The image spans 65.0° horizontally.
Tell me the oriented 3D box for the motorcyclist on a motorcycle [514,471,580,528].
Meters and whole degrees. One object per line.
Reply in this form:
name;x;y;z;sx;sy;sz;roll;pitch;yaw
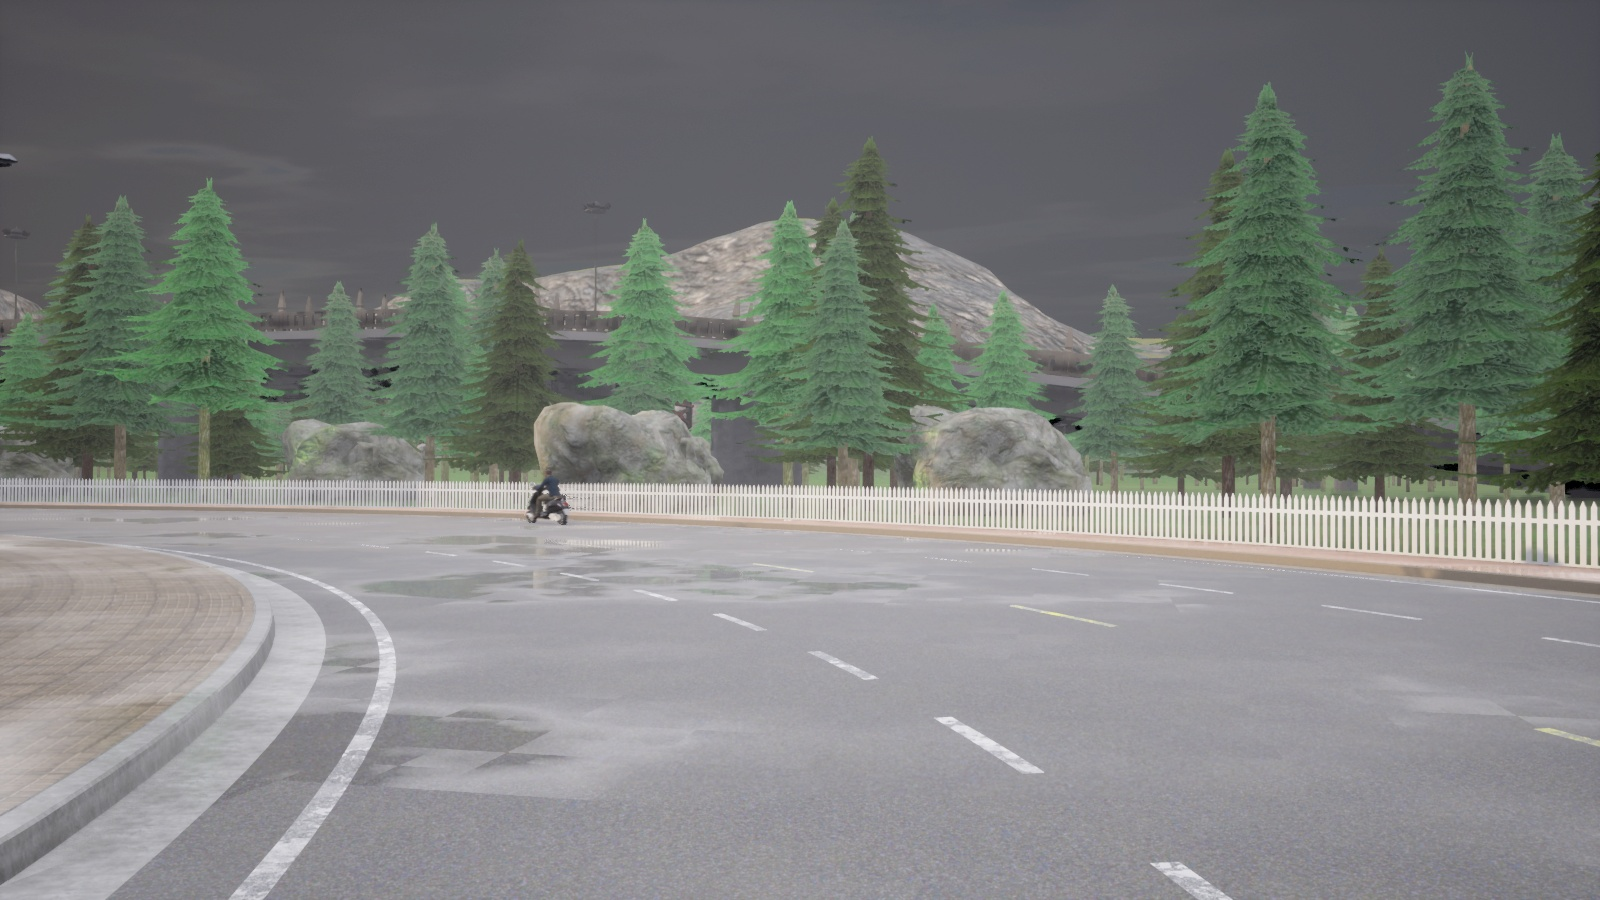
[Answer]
motorcyclist on a motorcycle;-7.240;1.398;35.857;1.817;1.590;0.866;-1;-1;38
